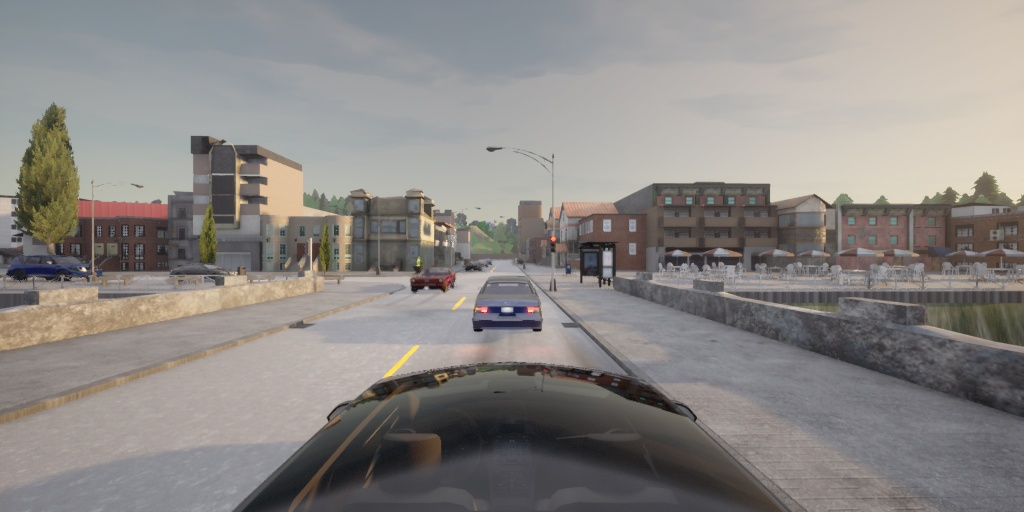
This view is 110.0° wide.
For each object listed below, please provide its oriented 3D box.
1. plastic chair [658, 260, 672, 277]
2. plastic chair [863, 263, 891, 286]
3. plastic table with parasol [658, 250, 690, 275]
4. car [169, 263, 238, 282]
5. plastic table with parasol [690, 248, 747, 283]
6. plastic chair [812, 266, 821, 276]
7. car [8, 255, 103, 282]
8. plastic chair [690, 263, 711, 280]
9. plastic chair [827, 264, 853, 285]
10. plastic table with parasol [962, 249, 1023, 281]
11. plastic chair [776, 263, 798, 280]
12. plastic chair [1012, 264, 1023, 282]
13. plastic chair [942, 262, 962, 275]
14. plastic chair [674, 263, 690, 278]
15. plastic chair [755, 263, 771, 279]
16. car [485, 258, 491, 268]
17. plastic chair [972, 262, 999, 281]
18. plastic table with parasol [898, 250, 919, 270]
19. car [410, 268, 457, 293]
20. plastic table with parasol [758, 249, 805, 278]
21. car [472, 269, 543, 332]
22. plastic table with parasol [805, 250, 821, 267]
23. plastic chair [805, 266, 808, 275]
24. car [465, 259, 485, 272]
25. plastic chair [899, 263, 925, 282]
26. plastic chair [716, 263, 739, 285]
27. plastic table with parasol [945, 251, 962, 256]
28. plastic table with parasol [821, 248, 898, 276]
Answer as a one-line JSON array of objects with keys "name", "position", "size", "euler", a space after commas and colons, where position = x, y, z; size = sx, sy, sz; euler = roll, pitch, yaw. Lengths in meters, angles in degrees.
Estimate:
[{"name": "plastic chair", "position": [14.163, 1.279, 33.491], "size": [0.730, 1.272, 0.750], "euler": [0, 0, -1]}, {"name": "plastic chair", "position": [23.331, 1.279, 22.935], "size": [0.750, 1.272, 0.730], "euler": [0, 0, -1]}, {"name": "plastic table with parasol", "position": [15.385, 0.675, 33.391], "size": [2.482, 2.480, 2.482], "euler": [0, 0, -1]}, {"name": "car", "position": [-24.344, 1.276, 28.442], "size": [4.674, 1.442, 1.812], "euler": [0, 0, -1]}, {"name": "plastic table with parasol", "position": [14.759, 0.675, 25.560], "size": [2.482, 2.480, 2.482], "euler": [0, 0, -1]}, {"name": "plastic chair", "position": [29.358, 1.279, 33.932], "size": [0.750, 1.272, 0.730], "euler": [0, 0, -1]}, {"name": "car", "position": [-35.852, 0.968, 28.246], "size": [5.566, 2.045, 2.150], "euler": [0, 0, 0]}, {"name": "plastic chair", "position": [13.487, 1.279, 25.680], "size": [0.730, 1.272, 0.750], "euler": [0, 0, -1]}, {"name": "plastic chair", "position": [22.209, 1.279, 24.318], "size": [0.730, 1.272, 0.750], "euler": [0, 0, -1]}, {"name": "plastic table with parasol", "position": [37.353, 0.675, 27.368], "size": [2.482, 2.480, 2.482], "euler": [0, 0, -1]}, {"name": "plastic chair", "position": [22.333, 1.279, 29.120], "size": [0.750, 1.272, 0.730], "euler": [0, 0, -1]}, {"name": "plastic chair", "position": [37.384, 1.279, 26.058], "size": [0.750, 1.272, 0.730], "euler": [0, 0, -1]}, {"name": "plastic chair", "position": [44.916, 1.279, 36.679], "size": [0.730, 1.272, 0.750], "euler": [0, 0, -1]}, {"name": "plastic chair", "position": [15.285, 1.279, 32.109], "size": [0.750, 1.272, 0.730], "euler": [0, 0, -1]}, {"name": "plastic chair", "position": [21.211, 1.279, 30.503], "size": [0.730, 1.272, 0.750], "euler": [0, 0, -1]}, {"name": "car", "position": [-5.059, 1.276, 60.909], "size": [1.812, 1.442, 4.674], "euler": [0, 0, -1]}, {"name": "plastic chair", "position": [36.224, 1.279, 27.438], "size": [0.730, 1.272, 0.750], "euler": [0, 0, -1]}, {"name": "plastic table with parasol", "position": [30.058, 0.675, 28.222], "size": [2.482, 2.480, 2.482], "euler": [0, 0, -1]}, {"name": "car", "position": [-4.435, 1.351, 20.709], "size": [1.895, 1.301, 4.718], "euler": [0, 0, -1]}, {"name": "plastic table with parasol", "position": [22.412, 0.675, 30.472], "size": [2.482, 2.480, 2.482], "euler": [0, 0, -1]}, {"name": "car", "position": [-0.119, 1.297, 10.834], "size": [2.033, 1.411, 5.357], "euler": [0, 0, 0]}, {"name": "plastic table with parasol", "position": [29.666, 0.675, 35.307], "size": [2.482, 2.480, 2.482], "euler": [0, 0, -1]}, {"name": "plastic chair", "position": [28.236, 1.279, 35.315], "size": [0.730, 1.272, 0.750], "euler": [0, 0, -1]}, {"name": "car", "position": [-4.828, 1.351, 45.294], "size": [1.895, 1.301, 4.718], "euler": [0, 0, -1]}, {"name": "plastic chair", "position": [30.069, 1.279, 26.942], "size": [0.750, 1.272, 0.730], "euler": [0, 0, -1]}, {"name": "plastic chair", "position": [14.609, 1.279, 24.297], "size": [0.750, 1.272, 0.730], "euler": [0, 0, -1]}, {"name": "plastic table with parasol", "position": [46.118, 0.675, 36.578], "size": [2.482, 2.480, 2.482], "euler": [0, 0, -1]}, {"name": "plastic table with parasol", "position": [23.410, 0.675, 24.287], "size": [2.482, 2.480, 2.482], "euler": [0, 0, -1]}]
